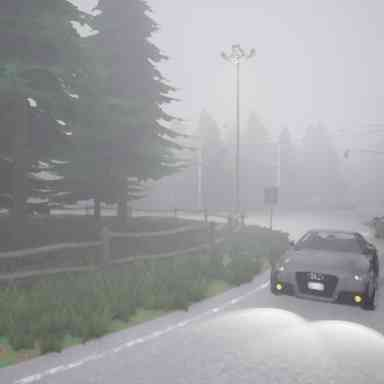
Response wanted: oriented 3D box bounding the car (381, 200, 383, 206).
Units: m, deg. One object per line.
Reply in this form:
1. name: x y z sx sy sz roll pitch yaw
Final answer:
1. car: 36.196 1.810 60.572 2.097 1.767 4.553 0 0 12

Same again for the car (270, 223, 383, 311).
1. car: 3.385 1.622 8.063 1.994 1.385 4.181 0 0 31

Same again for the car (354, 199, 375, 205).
1. car: 36.504 2.105 70.548 1.895 1.301 4.718 0 0 -9

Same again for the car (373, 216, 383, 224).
1. car: 9.888 1.630 15.469 1.837 1.490 4.892 1 0 13
